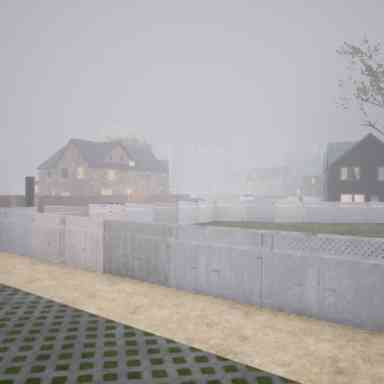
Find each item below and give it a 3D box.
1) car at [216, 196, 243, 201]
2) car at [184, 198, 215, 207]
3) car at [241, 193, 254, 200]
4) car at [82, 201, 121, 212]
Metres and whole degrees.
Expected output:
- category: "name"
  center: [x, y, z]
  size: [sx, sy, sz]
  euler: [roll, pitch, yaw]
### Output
- category: "car"
  center: [3.805, 1.582, 39.187]
  size: [2.033, 1.411, 5.357]
  euler: [2, 1, 30]
- category: "car"
  center: [0.263, 1.446, 39.210]
  size: [2.128, 1.511, 4.902]
  euler: [2, 1, 31]
- category: "car"
  center: [9.665, 1.230, 59.238]
  size: [2.150, 2.045, 5.566]
  euler: [1, 0, 3]
- category: "car"
  center: [-7.439, 1.496, 28.468]
  size: [2.033, 1.411, 5.357]
  euler: [2, 1, 38]
